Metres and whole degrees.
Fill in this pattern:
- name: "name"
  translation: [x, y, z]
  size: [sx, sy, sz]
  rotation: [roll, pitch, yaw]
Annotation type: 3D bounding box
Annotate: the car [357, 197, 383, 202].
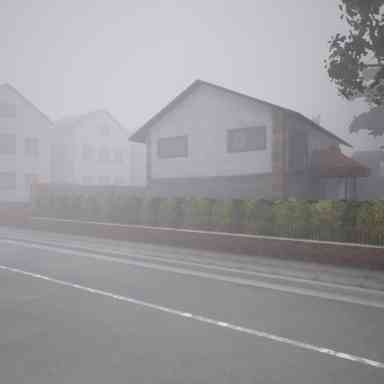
- name: "car"
  translation: [14.618, 1.168, 25.879]
  size: [3.806, 1.475, 1.970]
  rotation: [0, 0, 35]
